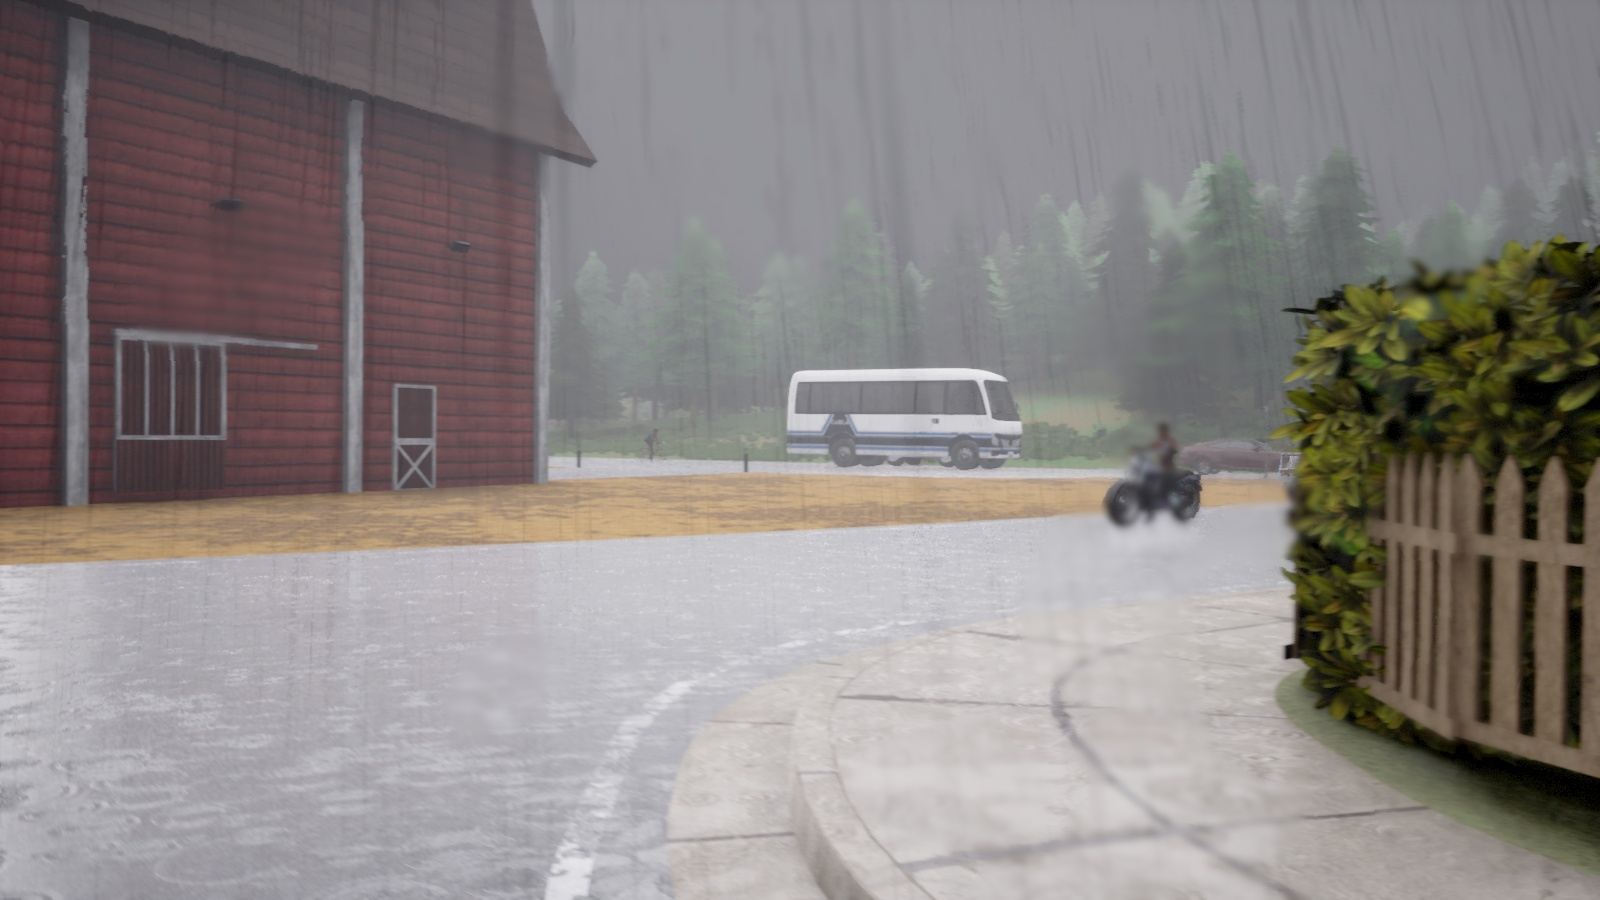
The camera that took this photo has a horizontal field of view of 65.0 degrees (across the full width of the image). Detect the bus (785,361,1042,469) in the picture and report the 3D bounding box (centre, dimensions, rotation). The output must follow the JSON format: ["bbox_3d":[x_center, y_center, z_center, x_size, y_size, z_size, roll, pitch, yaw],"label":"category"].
[{"bbox_3d":[4.759,-1.427,53.695,10.273,4.253,3.944,0,1,31],"label":"bus"}]

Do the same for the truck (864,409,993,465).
[{"bbox_3d":[5.833,-0.584,57.140,5.204,2.467,2.627,0,1,31],"label":"truck"}]

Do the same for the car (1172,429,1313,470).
[{"bbox_3d":[16.463,-0.033,46.779,4.674,1.442,1.812,0,1,31],"label":"car"}]

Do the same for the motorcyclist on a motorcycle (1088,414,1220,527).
[{"bbox_3d":[5.479,0.273,19.356,2.350,1.649,0.766,-1,1,-40],"label":"motorcyclist on a motorcycle"}]

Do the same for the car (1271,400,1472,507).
[{"bbox_3d":[11.177,0.005,24.405,4.605,1.855,1.932,-3,2,-43],"label":"car"}]
